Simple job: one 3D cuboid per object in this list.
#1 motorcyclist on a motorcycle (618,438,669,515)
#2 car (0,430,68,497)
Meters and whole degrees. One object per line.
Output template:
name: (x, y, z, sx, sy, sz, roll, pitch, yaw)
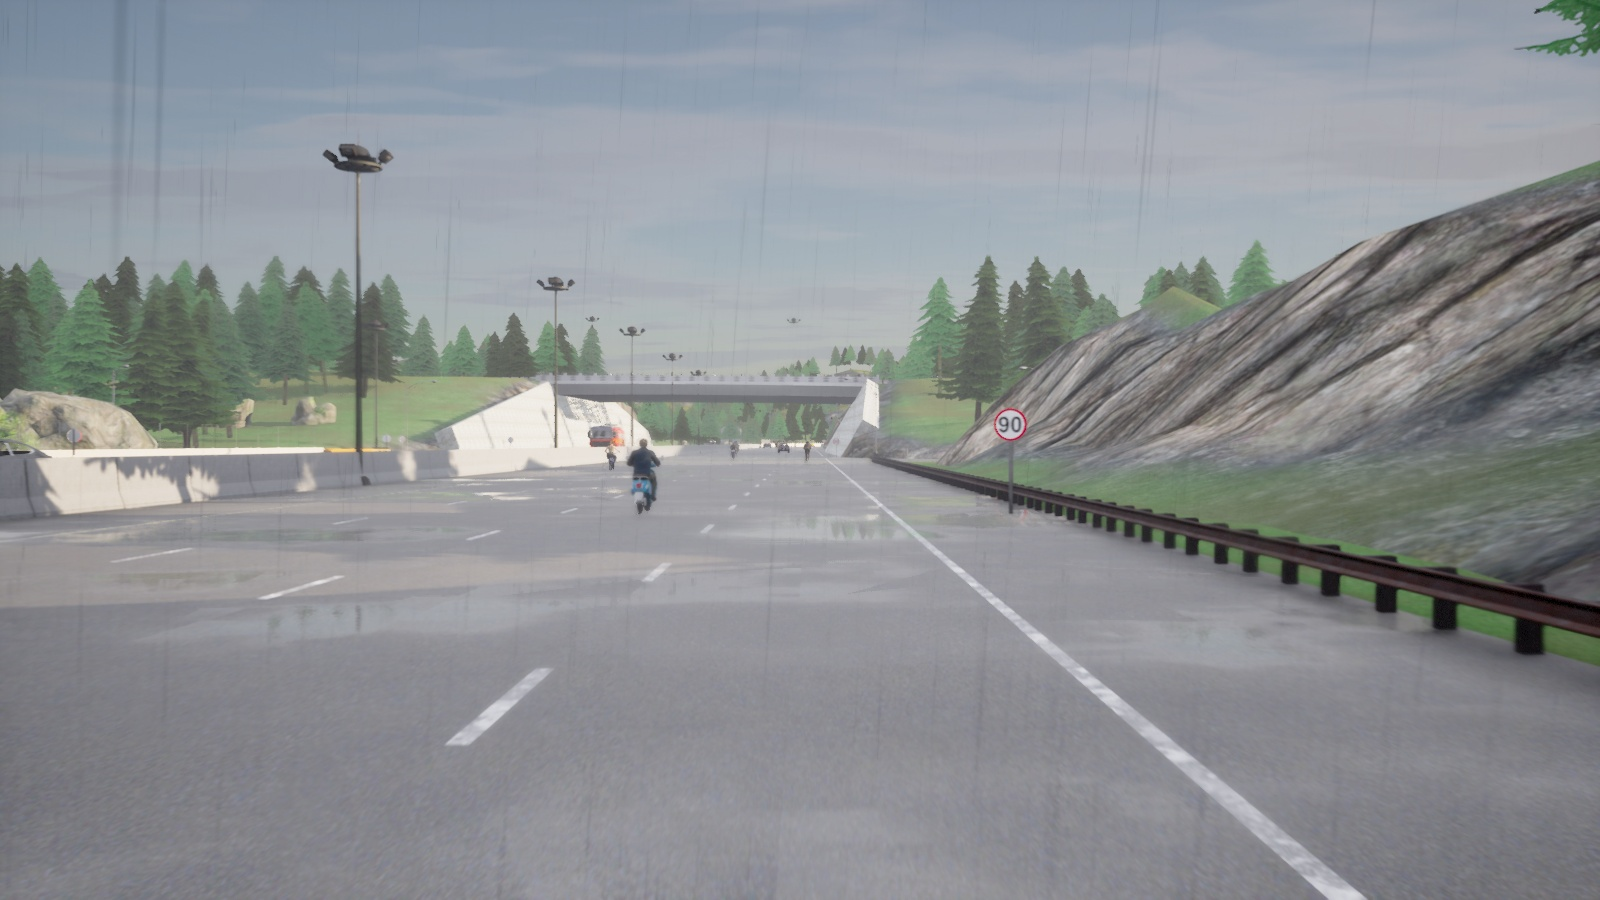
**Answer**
motorcyclist on a motorcycle: (-3.332, 0.546, 26.887, 0.866, 1.590, 1.817, 0, 0, 0)
car: (-20.807, 0.332, 31.315, 2.152, 1.651, 5.027, 0, 0, 0)
